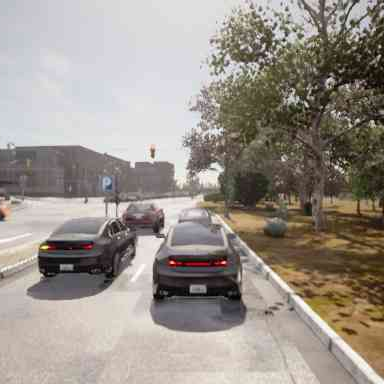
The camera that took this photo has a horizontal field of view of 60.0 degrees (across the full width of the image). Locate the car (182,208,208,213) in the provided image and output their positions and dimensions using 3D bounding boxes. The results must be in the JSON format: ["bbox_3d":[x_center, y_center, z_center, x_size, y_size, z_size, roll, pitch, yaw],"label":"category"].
[{"bbox_3d":[0.160,1.557,18.136,2.033,1.411,5.357,0,0,1],"label":"car"}]

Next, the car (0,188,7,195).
[{"bbox_3d":[-31.153,0.094,54.189,2.002,1.452,4.674,6,-3,-19],"label":"car"}]

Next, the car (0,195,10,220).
[{"bbox_3d":[-16.621,1.384,25.513,4.553,1.767,2.185,-1,0,-19],"label":"car"}]

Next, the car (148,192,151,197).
[{"bbox_3d":[-12.624,1.298,78.268,4.674,1.452,2.002,-1,0,-13],"label":"car"}]

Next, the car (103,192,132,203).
[{"bbox_3d":[-14.431,1.308,63.318,4.792,1.488,2.163,-1,0,-15],"label":"car"}]

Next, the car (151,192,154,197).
[{"bbox_3d":[-12.251,1.295,81.270,4.674,1.452,2.002,-1,0,-13],"label":"car"}]

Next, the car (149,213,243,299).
[{"bbox_3d":[0.111,1.508,8.434,1.837,1.490,4.892,0,0,0],"label":"car"}]

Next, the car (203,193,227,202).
[{"bbox_3d":[4.681,1.087,68.879,4.553,1.767,2.185,1,0,-14],"label":"car"}]

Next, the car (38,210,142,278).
[{"bbox_3d":[-2.886,1.507,10.095,1.837,1.490,4.892,0,0,0],"label":"car"}]

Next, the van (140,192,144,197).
[{"bbox_3d":[-13.226,1.036,72.302,4.442,1.987,1.878,-1,0,-14],"label":"van"}]

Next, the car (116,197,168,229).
[{"bbox_3d":[-2.820,1.364,19.811,2.097,1.767,4.553,0,0,1],"label":"car"}]

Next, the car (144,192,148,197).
[{"bbox_3d":[-12.997,1.262,75.273,4.892,1.521,2.231,-1,0,-14],"label":"car"}]

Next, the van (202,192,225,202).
[{"bbox_3d":[4.297,0.991,65.909,4.442,1.987,1.878,1,0,-14],"label":"van"}]

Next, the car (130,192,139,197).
[{"bbox_3d":[-13.786,1.263,66.310,5.366,1.575,1.946,-1,0,-15],"label":"car"}]

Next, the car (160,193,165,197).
[{"bbox_3d":[-10.984,0.994,90.258,5.566,2.045,2.435,-1,0,-12],"label":"car"}]

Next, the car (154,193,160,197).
[{"bbox_3d":[-11.435,1.289,87.252,4.674,1.452,2.002,-1,0,-12],"label":"car"}]
